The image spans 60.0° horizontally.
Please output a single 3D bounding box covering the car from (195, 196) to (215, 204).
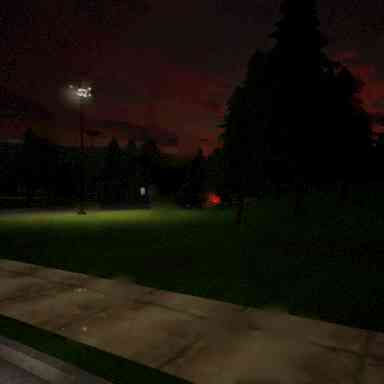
[{"bbox_3d":[2.516,1.525,64.292,1.812,1.442,4.674,0,0,33],"label":"car"}]

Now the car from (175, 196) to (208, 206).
[{"bbox_3d":[-0.001,1.490,53.918,2.128,1.511,4.902,0,0,34],"label":"car"}]

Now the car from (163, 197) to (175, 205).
[{"bbox_3d":[-2.443,1.563,56.568,1.994,1.385,4.181,0,0,34],"label":"car"}]

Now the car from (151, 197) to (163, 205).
[{"bbox_3d":[-5.374,1.563,58.481,1.994,1.385,4.181,0,0,34],"label":"car"}]

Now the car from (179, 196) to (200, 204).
[{"bbox_3d":[-0.417,1.524,66.202,1.812,1.442,4.674,0,0,33],"label":"car"}]

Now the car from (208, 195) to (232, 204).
[{"bbox_3d":[5.465,1.220,62.407,2.150,2.045,5.566,0,0,33],"label":"car"}]
